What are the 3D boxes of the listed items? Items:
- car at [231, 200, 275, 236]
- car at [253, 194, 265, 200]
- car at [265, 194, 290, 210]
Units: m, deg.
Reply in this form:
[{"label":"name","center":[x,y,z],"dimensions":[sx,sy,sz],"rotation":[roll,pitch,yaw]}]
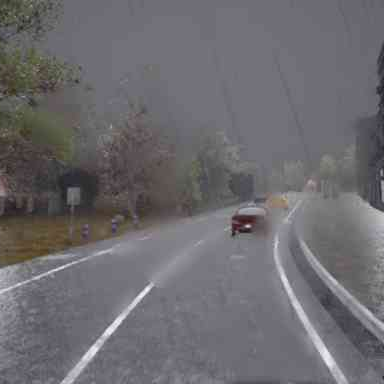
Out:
[{"label":"car","center":[3.413,1.486,18.543],"dimensions":[1.882,1.535,5.008],"rotation":[-1,0,16]},{"label":"car","center":[9.995,1.008,47.371],"dimensions":[1.895,1.301,4.718],"rotation":[-1,1,21]},{"label":"car","center":[9.437,1.080,35.982],"dimensions":[1.882,1.535,5.008],"rotation":[-1,1,20]}]
